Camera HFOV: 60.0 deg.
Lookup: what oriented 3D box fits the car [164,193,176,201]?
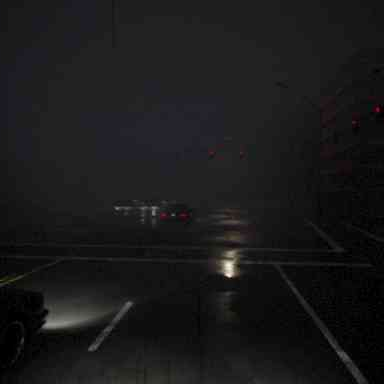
[{"bbox_3d":[-4.130,1.011,63.360,1.812,1.442,4.674,1,1,6],"label":"car"}]

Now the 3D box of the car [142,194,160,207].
[{"bbox_3d":[-5.692,1.251,47.100,1.837,1.490,4.892,1,1,6],"label":"car"}]

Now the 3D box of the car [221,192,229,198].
[{"bbox_3d":[7.995,0.713,80.199,1.837,1.490,4.892,1,0,5],"label":"car"}]

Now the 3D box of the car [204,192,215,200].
[{"bbox_3d":[3.549,0.955,70.141,2.033,1.411,5.357,1,1,5],"label":"car"}]

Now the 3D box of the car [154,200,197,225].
[{"bbox_3d":[-0.856,1.516,23.546,2.033,1.411,5.357,1,0,8],"label":"car"}]

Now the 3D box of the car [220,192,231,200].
[{"bbox_3d":[7.071,0.799,70.195,2.097,1.767,4.553,1,1,5],"label":"car"}]

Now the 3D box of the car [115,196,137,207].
[{"bbox_3d":[-9.216,1.269,47.009,2.033,1.411,5.357,1,1,6],"label":"car"}]

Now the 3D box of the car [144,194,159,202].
[{"bbox_3d":[-7.631,1.058,63.479,1.895,1.301,4.718,1,1,6],"label":"car"}]

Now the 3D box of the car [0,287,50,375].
[{"bbox_3d":[-3.269,1.519,2.577,2.033,1.411,5.357,1,0,5],"label":"car"}]

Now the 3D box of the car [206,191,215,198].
[{"bbox_3d":[4.510,0.659,80.521,1.882,1.535,5.008,1,0,5],"label":"car"}]
